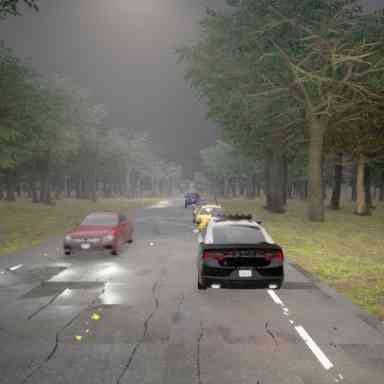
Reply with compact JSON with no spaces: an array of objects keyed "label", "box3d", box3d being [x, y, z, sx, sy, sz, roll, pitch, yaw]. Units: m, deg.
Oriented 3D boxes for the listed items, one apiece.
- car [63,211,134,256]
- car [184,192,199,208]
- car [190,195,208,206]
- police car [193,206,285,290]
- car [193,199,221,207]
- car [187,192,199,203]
[{"label":"car","box3d":[-3.470,1.513,13.200,1.812,1.442,4.674,0,0,0]},{"label":"car","box3d":[0.116,1.107,45.851,2.150,2.045,5.566,0,0,0]},{"label":"car","box3d":[1.106,1.313,25.088,2.097,1.767,4.553,0,0,0]},{"label":"police car","box3d":[1.071,1.418,9.225,1.930,1.638,5.238,0,0,0]},{"label":"car","box3d":[1.093,1.432,19.306,1.801,1.575,5.366,0,0,0]},{"label":"car","box3d":[0.143,1.011,64.121,2.150,2.045,5.566,0,0,0]}]
